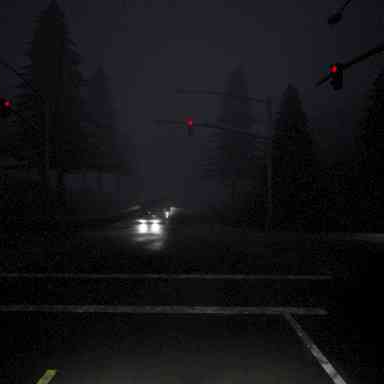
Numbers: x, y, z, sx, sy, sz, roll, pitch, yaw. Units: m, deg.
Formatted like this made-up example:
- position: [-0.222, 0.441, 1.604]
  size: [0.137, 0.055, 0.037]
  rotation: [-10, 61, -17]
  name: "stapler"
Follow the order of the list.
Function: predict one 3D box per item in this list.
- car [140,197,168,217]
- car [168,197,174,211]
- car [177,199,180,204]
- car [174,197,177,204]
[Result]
- position: [-3.654, 1.491, 30.819]
  size: [2.128, 1.511, 4.902]
  rotation: [0, 0, 0]
  name: "car"
- position: [-3.648, 1.478, 40.354]
  size: [1.882, 1.535, 5.008]
  rotation: [0, 0, 0]
  name: "car"
- position: [-4.100, 1.564, 61.663]
  size: [1.994, 1.385, 4.181]
  rotation: [0, 0, -39]
  name: "car"
- position: [-3.989, 1.491, 51.161]
  size: [2.128, 1.511, 4.902]
  rotation: [0, 0, -9]
  name: "car"
